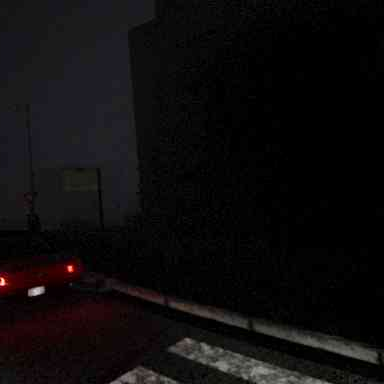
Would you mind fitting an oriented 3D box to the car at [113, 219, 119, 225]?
[{"bbox_3d":[-10.611,5.260,56.492,1.882,1.535,5.008,-7,-8,24],"label":"car"}]

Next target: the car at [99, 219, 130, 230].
[{"bbox_3d":[-14.026,5.966,60.459,5.366,1.575,1.946,-7,-8,24],"label":"car"}]

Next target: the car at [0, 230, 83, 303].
[{"bbox_3d":[-4.548,1.562,7.800,4.718,1.301,1.895,1,2,43],"label":"car"}]

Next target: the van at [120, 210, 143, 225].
[{"bbox_3d":[-7.150,3.506,45.376,4.442,1.987,1.878,-7,-7,24],"label":"van"}]

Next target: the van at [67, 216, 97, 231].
[{"bbox_3d":[-17.503,5.037,52.772,4.442,1.987,1.878,-7,-7,24],"label":"van"}]

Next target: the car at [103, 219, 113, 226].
[{"bbox_3d":[-16.235,5.464,55.217,5.008,1.535,2.097,-7,-7,24],"label":"car"}]

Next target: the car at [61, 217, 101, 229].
[{"bbox_3d":[-14.068,3.875,41.489,2.128,1.511,4.902,-7,-6,25],"label":"car"}]
